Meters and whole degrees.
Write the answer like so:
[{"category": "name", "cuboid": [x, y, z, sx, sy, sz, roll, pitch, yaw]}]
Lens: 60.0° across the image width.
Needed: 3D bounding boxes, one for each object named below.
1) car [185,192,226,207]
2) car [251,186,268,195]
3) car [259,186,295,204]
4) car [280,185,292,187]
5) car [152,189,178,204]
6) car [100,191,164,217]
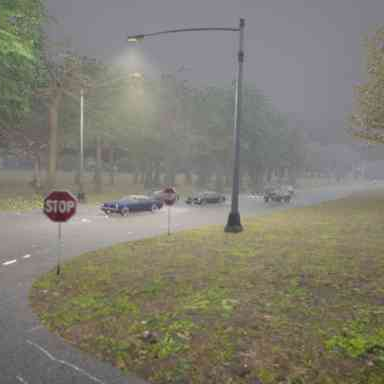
[{"category": "car", "cuboid": [1.325, 0.647, 31.827, 1.895, 1.301, 4.718, 4, 4, 35]}, {"category": "car", "cuboid": [10.932, -0.208, 51.188, 2.033, 1.411, 5.357, 4, 4, 36]}, {"category": "car", "cuboid": [9.760, 0.487, 37.453, 1.837, 1.490, 4.892, 4, 4, 35]}, {"category": "car", "cuboid": [13.382, -0.190, 48.601, 2.097, 1.767, 4.553, 4, 4, 36]}, {"category": "car", "cuboid": [-3.134, 0.457, 31.589, 1.812, 1.442, 4.674, 4, 4, 35]}, {"category": "car", "cuboid": [-4.269, 0.921, 23.991, 1.895, 1.301, 4.718, 4, 4, 35]}]
